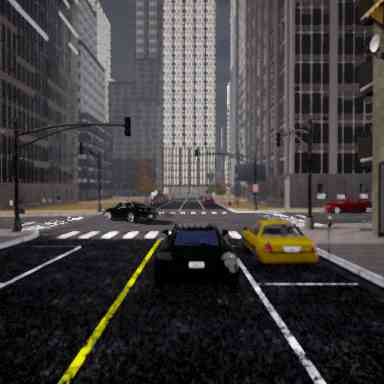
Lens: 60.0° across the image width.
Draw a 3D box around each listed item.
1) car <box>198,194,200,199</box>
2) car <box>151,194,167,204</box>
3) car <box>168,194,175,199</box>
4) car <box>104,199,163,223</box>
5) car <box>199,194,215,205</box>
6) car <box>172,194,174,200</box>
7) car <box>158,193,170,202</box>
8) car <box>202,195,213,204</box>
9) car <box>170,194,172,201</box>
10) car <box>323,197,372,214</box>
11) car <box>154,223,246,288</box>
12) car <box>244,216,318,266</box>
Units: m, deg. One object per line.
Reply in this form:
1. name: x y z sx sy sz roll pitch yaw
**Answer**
1. car: 2.700 1.342 87.945 1.802 1.307 4.206 -1 0 0
2. car: -5.687 1.393 54.590 1.887 1.381 4.507 -1 0 0
3. car: -5.680 1.327 93.507 1.802 1.307 4.206 -1 0 0
4. car: -4.675 1.434 24.799 4.892 1.490 1.837 0 -2 42
5. car: 2.692 1.289 54.587 1.967 1.590 4.097 -1 0 0
6. car: -5.684 1.315 76.658 1.752 1.417 4.829 -1 0 0
7. car: -5.688 1.148 60.150 2.192 1.841 5.009 -1 0 0
8. car: 2.694 1.358 60.317 1.752 1.417 4.829 -1 0 0
9. car: -5.687 1.133 65.709 2.192 1.841 5.009 -1 0 0
10. car: 14.258 1.174 30.183 4.507 1.381 1.887 -1 2 0
11. car: 0.106 1.537 9.198 1.994 1.385 4.181 0 0 0
12. car: 2.684 1.493 11.232 1.752 1.417 4.829 -1 0 0
